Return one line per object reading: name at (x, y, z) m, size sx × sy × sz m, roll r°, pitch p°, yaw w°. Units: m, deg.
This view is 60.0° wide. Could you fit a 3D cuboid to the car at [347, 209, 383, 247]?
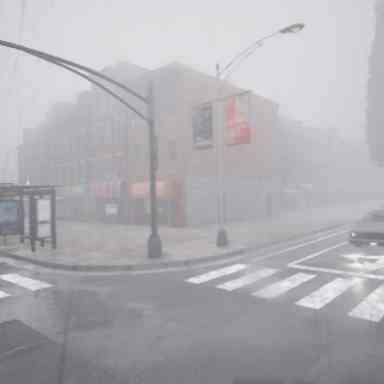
car at (8.166, 1.417, 13.802) m, size 2.033 × 1.411 × 5.357 m, roll -2°, pitch 0°, yaw 41°
